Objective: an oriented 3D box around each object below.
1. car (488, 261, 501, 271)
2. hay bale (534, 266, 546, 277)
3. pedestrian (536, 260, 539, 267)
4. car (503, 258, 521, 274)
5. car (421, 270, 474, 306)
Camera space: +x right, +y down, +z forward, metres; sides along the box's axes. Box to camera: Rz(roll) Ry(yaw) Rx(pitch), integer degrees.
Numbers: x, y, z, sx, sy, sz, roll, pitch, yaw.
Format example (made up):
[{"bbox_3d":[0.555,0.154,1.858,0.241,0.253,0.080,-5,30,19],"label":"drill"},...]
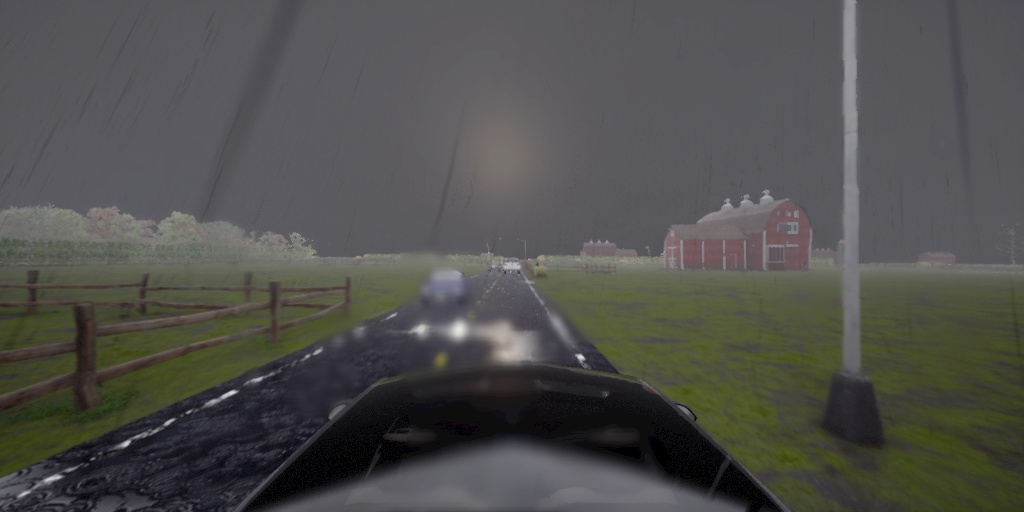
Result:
[{"bbox_3d":[-2.789,1.599,58.436,2.128,1.511,4.902,0,0,1],"label":"car"},{"bbox_3d":[3.123,1.643,39.467,1.220,1.180,1.240,0,0,0],"label":"hay bale"},{"bbox_3d":[2.824,1.300,40.590,0.375,1.860,0.375,1,-1,2],"label":"pedestrian"},{"bbox_3d":[0.003,1.262,47.529,2.150,2.045,5.566,0,0,0],"label":"car"},{"bbox_3d":[-2.848,1.370,16.587,1.812,1.442,4.674,0,0,0],"label":"car"}]
